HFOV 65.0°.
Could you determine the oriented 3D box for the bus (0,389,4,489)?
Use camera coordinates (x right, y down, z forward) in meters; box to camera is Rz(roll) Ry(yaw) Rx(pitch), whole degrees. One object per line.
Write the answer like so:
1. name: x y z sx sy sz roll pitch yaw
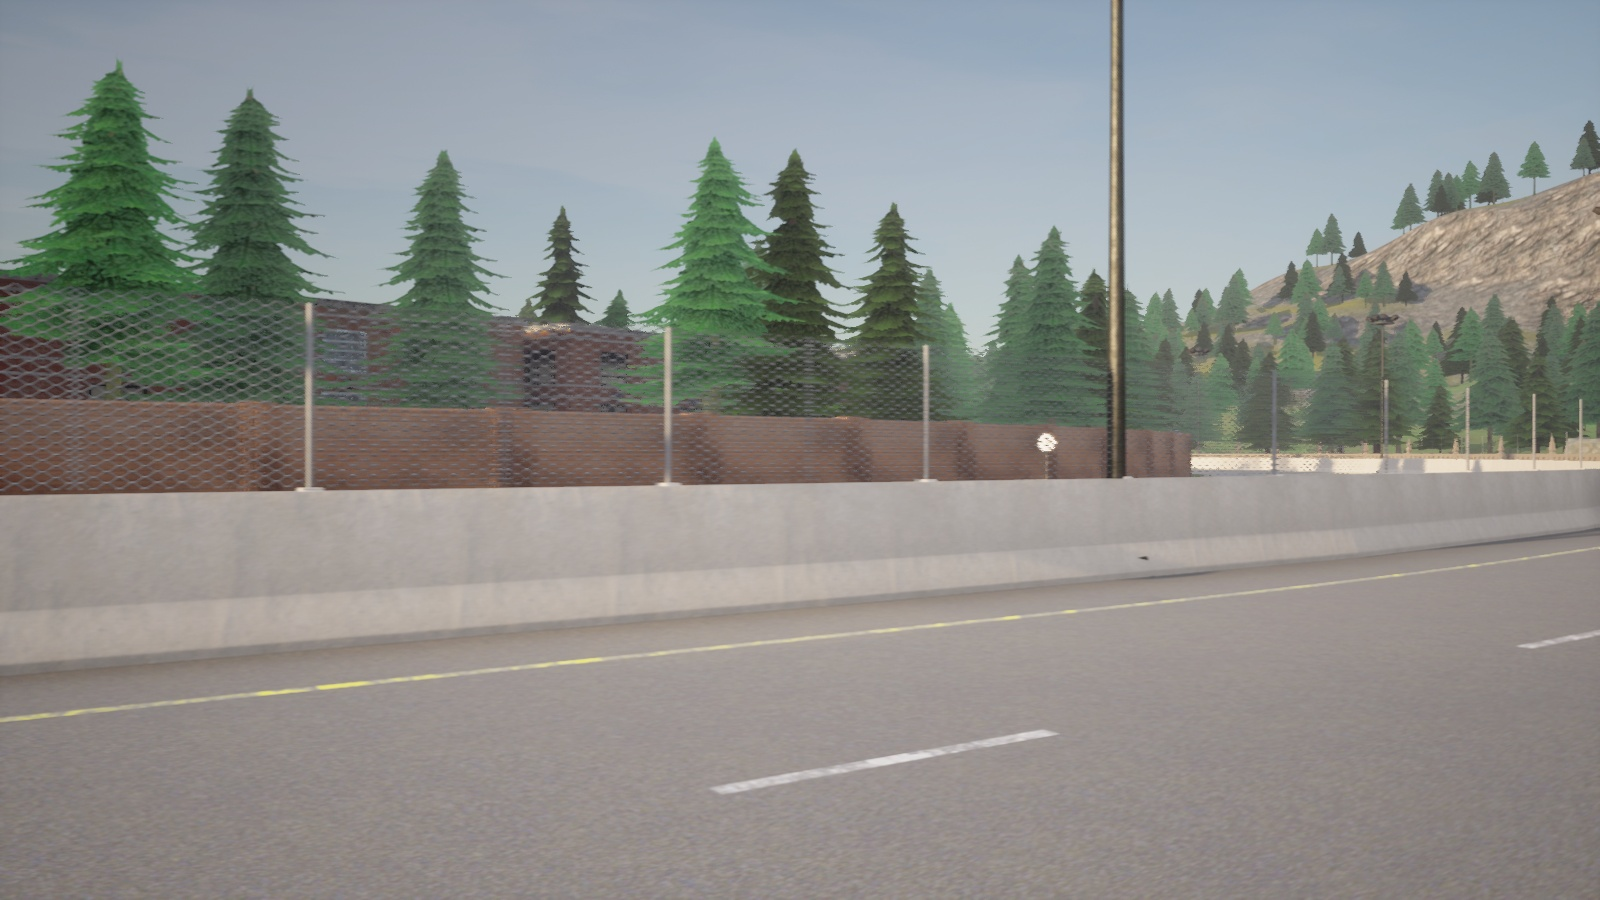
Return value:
1. bus: -38.995 -0.357 51.337 10.273 4.253 3.944 -2 1 -42
